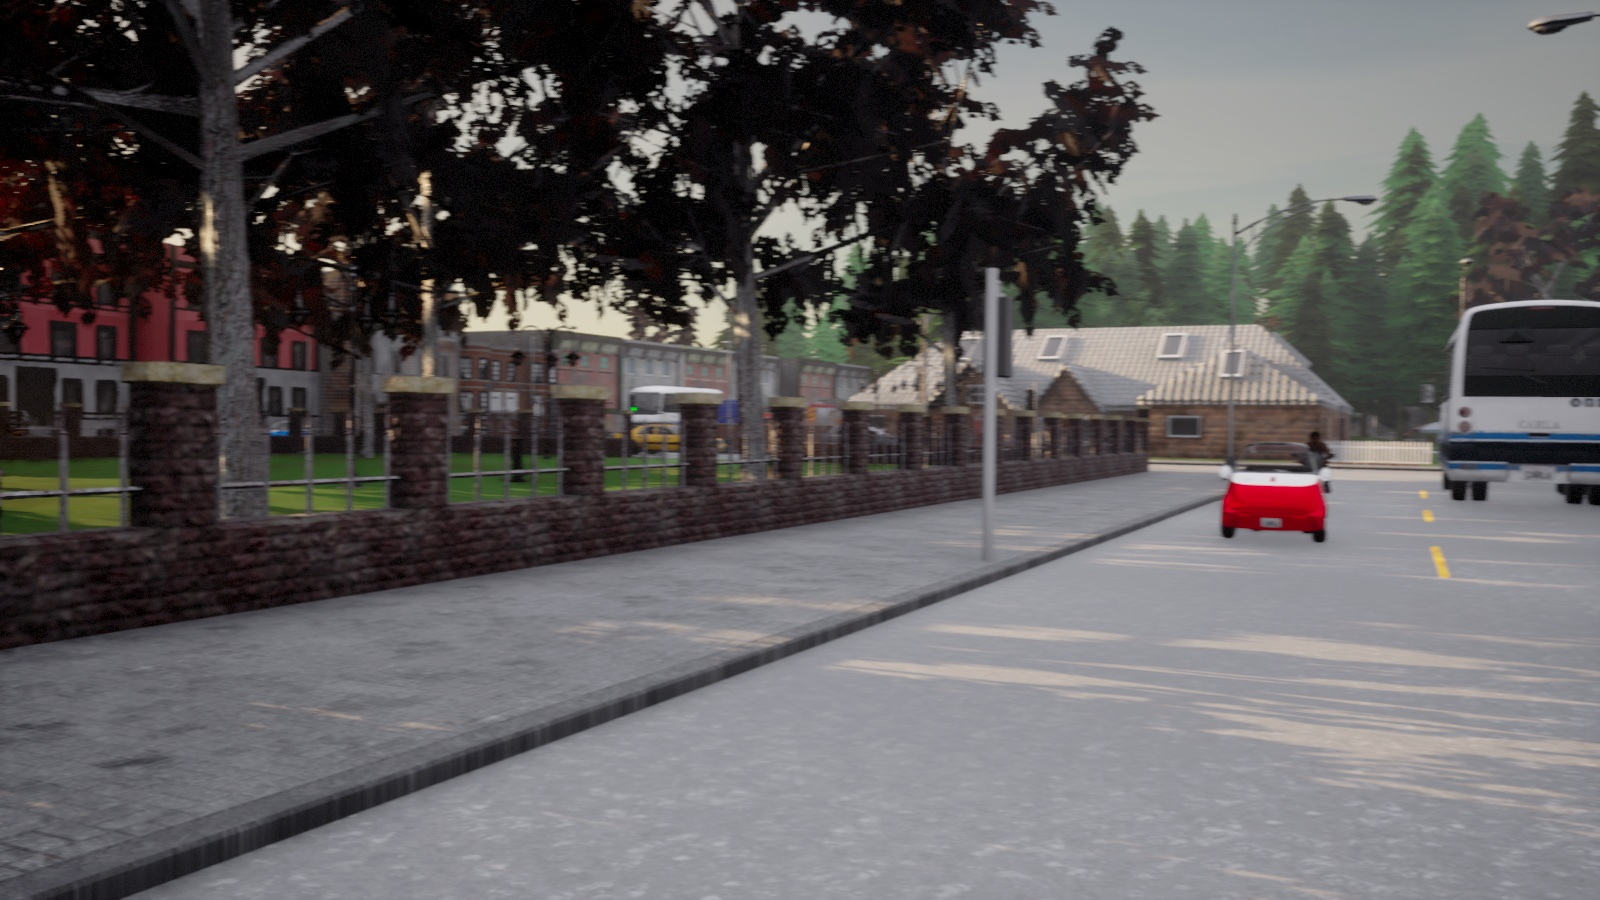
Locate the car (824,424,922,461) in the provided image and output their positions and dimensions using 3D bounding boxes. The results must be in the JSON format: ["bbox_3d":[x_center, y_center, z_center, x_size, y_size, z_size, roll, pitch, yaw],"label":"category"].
[{"bbox_3d":[3.052,-0.317,52.548,3.633,1.501,1.845,0,1,25],"label":"car"}]

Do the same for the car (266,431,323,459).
[{"bbox_3d":[-25.247,-0.242,62.682,1.481,1.376,2.207,0,1,44],"label":"car"}]

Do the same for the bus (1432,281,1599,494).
[{"bbox_3d":[17.422,-1.363,30.121,3.944,4.253,10.273,0,1,26],"label":"bus"}]

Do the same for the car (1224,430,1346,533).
[{"bbox_3d":[7.035,0.410,18.131,1.481,1.376,2.207,0,1,25],"label":"car"}]

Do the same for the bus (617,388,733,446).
[{"bbox_3d":[-9.415,-2.519,96.457,3.944,4.253,10.273,0,1,26],"label":"bus"}]

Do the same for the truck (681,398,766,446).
[{"bbox_3d":[-5.689,-2.126,94.975,2.891,3.462,7.936,0,1,26],"label":"truck"}]

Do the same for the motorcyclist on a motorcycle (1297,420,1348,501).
[{"bbox_3d":[10.242,0.174,24.574,0.797,1.523,2.044,0,1,26],"label":"motorcyclist on a motorcycle"}]

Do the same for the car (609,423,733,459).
[{"bbox_3d":[-5.854,-0.406,56.891,5.366,1.575,1.801,0,1,24],"label":"car"}]
